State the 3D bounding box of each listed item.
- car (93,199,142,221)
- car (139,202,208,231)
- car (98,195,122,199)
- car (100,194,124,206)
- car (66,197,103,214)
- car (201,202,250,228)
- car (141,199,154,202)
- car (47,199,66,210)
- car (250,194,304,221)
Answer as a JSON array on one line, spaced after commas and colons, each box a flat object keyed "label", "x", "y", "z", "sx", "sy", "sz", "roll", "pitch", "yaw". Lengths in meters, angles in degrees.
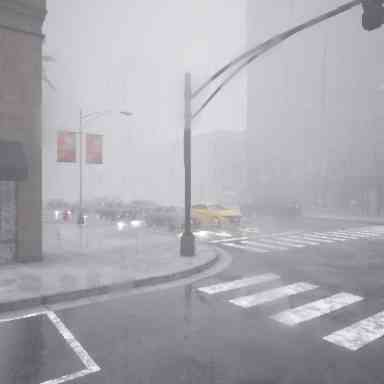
[{"label": "car", "x": -6.153, "y": 1.529, "z": 27.236, "sx": 1.994, "sy": 1.385, "sz": 4.181, "roll": 0, "pitch": 0, "yaw": -37}, {"label": "car", "x": -1.232, "y": 1.542, "z": 20.419, "sx": 1.994, "sy": 1.385, "sz": 4.181, "roll": 0, "pitch": 0, "yaw": -36}, {"label": "car", "x": -10.260, "y": 1.296, "z": 38.523, "sx": 2.097, "sy": 1.767, "sz": 4.553, "roll": 0, "pitch": 0, "yaw": -36}, {"label": "car", "x": -12.989, "y": 1.265, "z": 53.748, "sx": 2.097, "sy": 1.767, "sz": 4.553, "roll": 0, "pitch": 0, "yaw": -36}, {"label": "car", "x": -11.079, "y": 1.478, "z": 34.102, "sx": 1.812, "sy": 1.442, "sz": 4.674, "roll": 0, "pitch": 0, "yaw": -36}, {"label": "car", "x": 1.276, "y": 1.451, "z": 22.499, "sx": 1.882, "sy": 1.535, "sz": 5.008, "roll": 0, "pitch": 0, "yaw": -35}, {"label": "car", "x": -4.273, "y": 1.464, "z": 30.198, "sx": 1.837, "sy": 1.490, "sz": 4.892, "roll": 0, "pitch": 0, "yaw": -36}, {"label": "car", "x": -17.064, "y": 1.538, "z": 42.452, "sx": 1.895, "sy": 1.301, "sz": 4.718, "roll": 0, "pitch": 0, "yaw": -35}, {"label": "car", "x": 6.306, "y": 1.185, "z": 26.978, "sx": 2.150, "sy": 2.045, "sz": 5.566, "roll": 0, "pitch": 0, "yaw": -36}]
